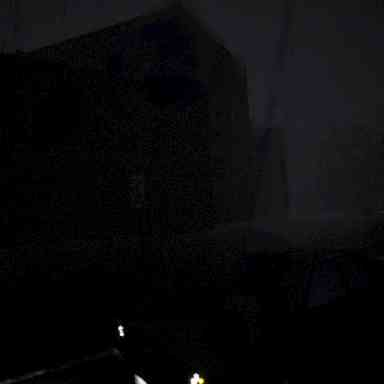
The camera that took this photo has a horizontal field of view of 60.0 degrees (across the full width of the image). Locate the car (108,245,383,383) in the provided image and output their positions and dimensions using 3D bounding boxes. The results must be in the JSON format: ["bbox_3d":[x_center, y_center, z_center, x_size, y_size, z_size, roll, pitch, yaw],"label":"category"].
[{"bbox_3d":[1.539,1.590,5.094,5.357,1.411,2.033,1,-1,-40],"label":"car"}]

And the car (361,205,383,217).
[{"bbox_3d":[23.109,2.350,42.174,2.128,1.511,4.902,-3,-3,9],"label":"car"}]
